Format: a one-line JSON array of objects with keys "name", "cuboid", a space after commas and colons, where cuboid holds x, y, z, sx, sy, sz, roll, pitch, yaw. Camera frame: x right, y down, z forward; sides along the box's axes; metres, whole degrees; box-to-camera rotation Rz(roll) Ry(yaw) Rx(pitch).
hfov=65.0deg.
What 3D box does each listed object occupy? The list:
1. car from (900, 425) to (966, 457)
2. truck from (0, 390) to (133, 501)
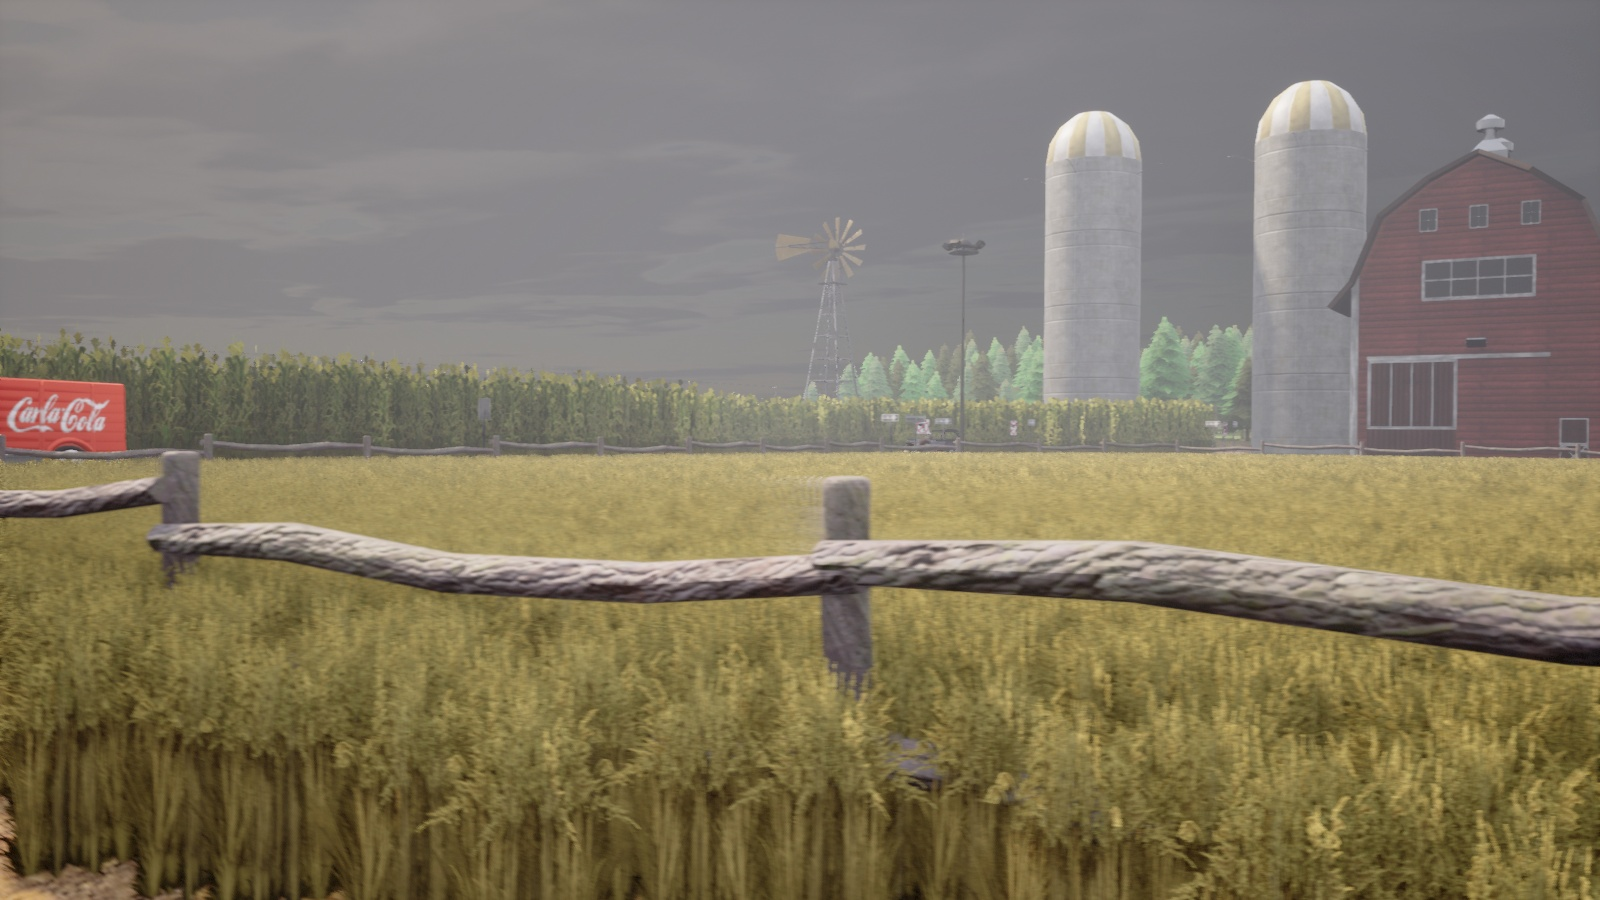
[{"name": "car", "cuboid": [8.183, -0.556, 77.419, 3.866, 1.878, 1.905, -1, 0, 2]}, {"name": "truck", "cuboid": [-18.748, -0.101, 29.052, 2.627, 2.467, 5.204, 0, 0, 34]}]
